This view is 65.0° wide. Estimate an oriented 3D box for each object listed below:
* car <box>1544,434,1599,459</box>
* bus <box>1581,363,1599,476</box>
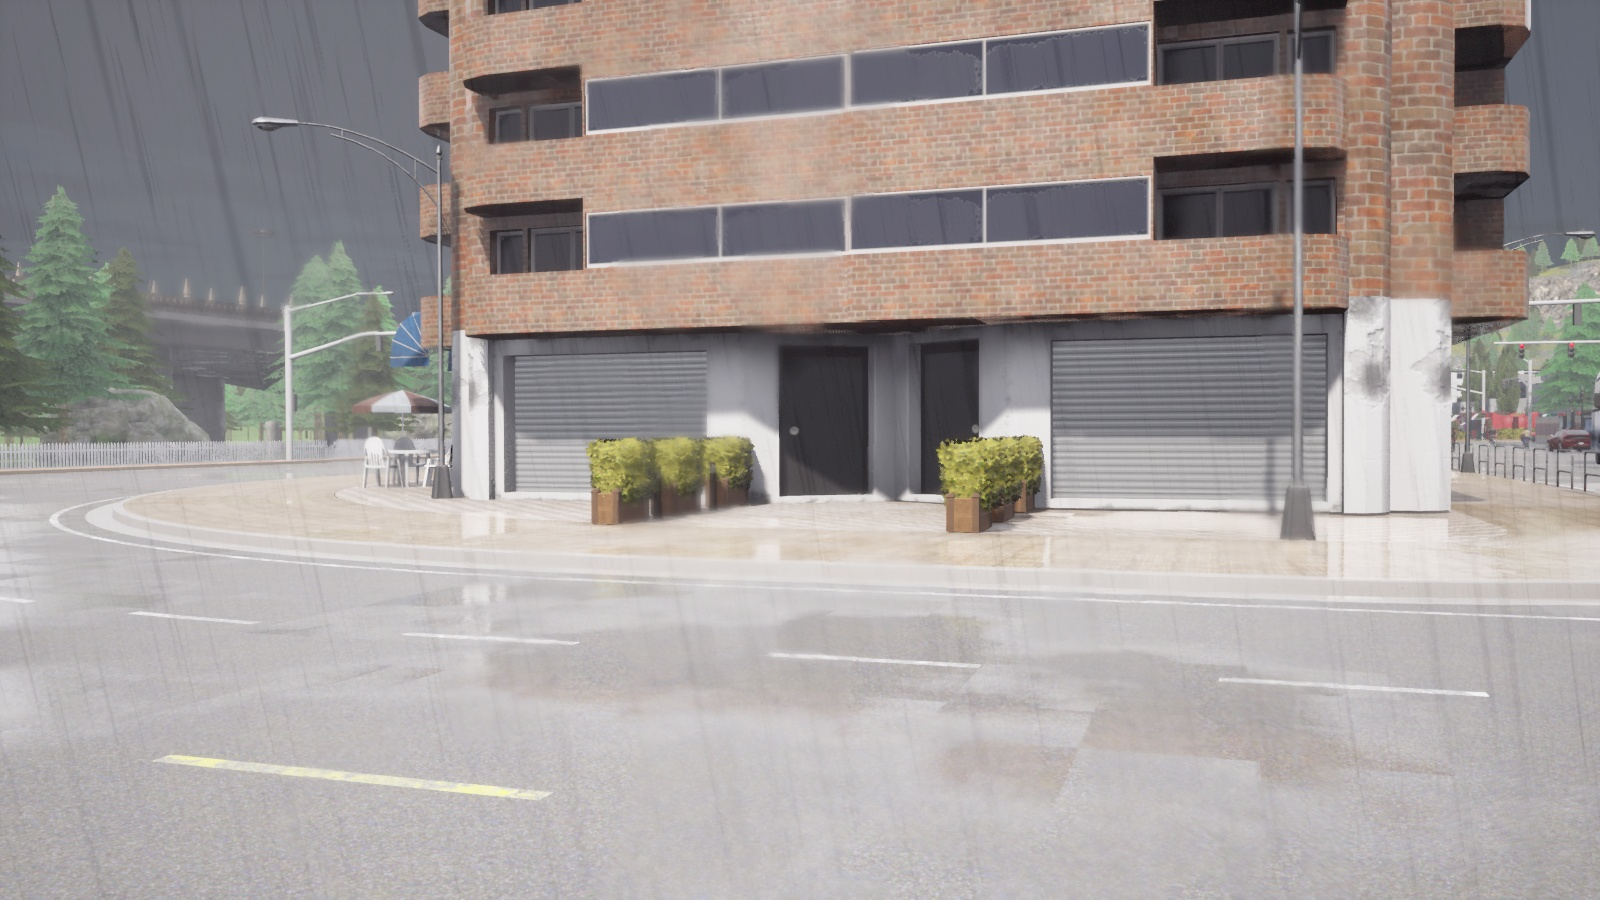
[{"bbox_3d":[49.197,-0.239,80.163,1.882,1.535,5.008,1,1,19],"label":"car"},{"bbox_3d":[34.195,-1.182,50.934,3.944,4.253,10.273,1,1,30],"label":"bus"}]
